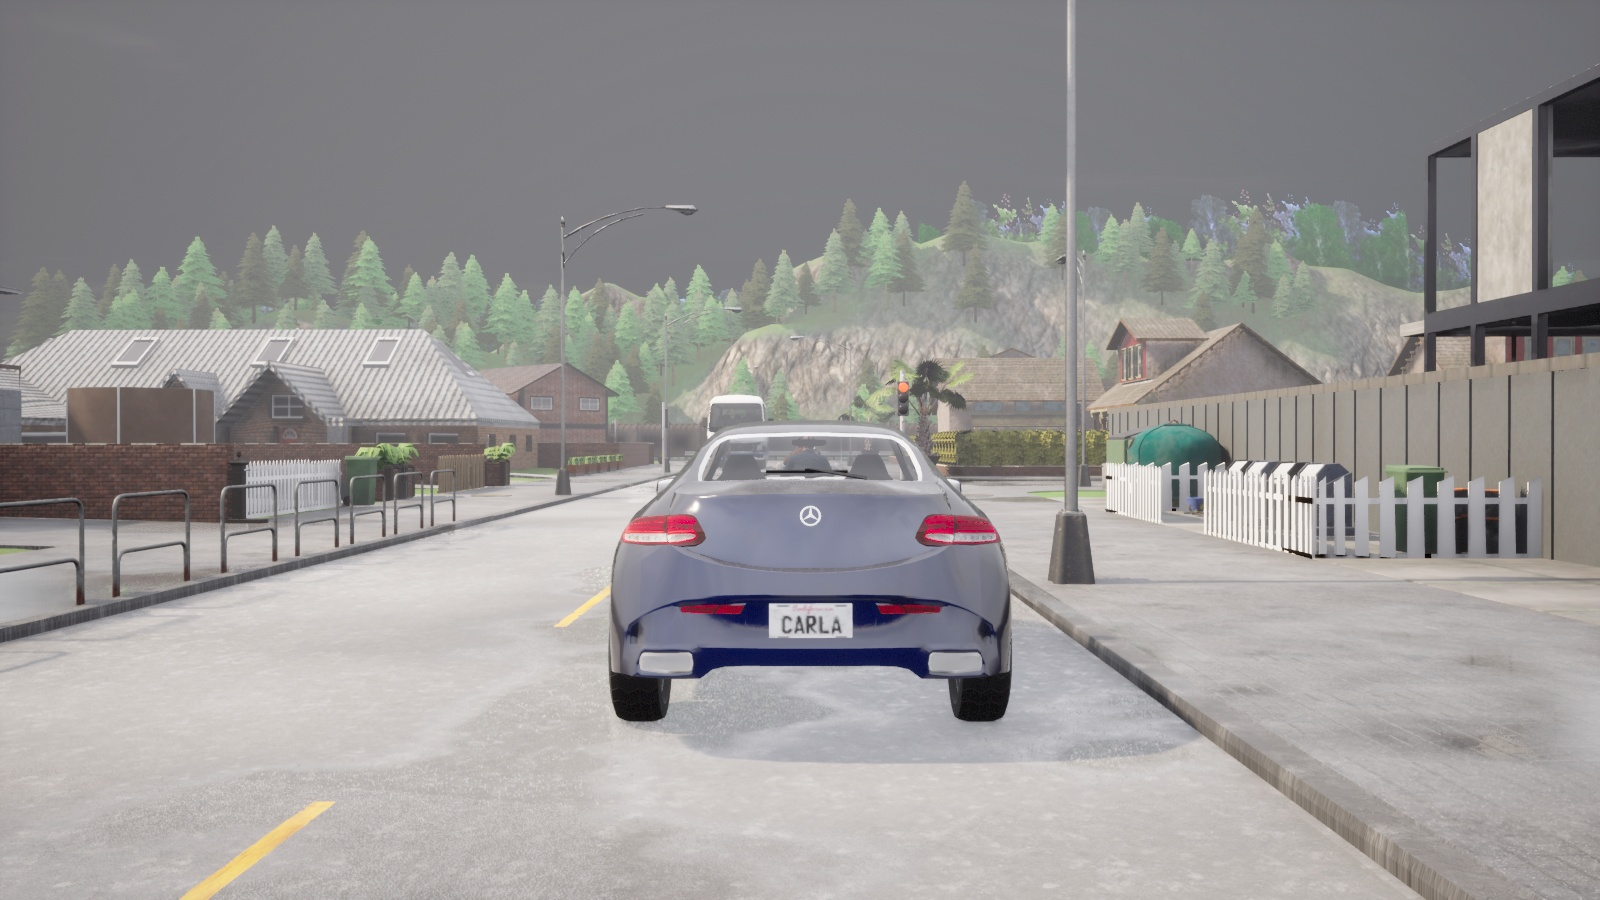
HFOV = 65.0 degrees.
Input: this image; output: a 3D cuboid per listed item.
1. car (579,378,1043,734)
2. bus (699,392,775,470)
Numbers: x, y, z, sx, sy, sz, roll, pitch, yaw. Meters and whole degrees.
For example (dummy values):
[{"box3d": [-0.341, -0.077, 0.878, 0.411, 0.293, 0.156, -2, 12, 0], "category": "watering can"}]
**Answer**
[{"box3d": [0.061, 0.478, 8.349, 2.152, 1.651, 5.027, 0, 0, 0], "category": "car"}, {"box3d": [-3.573, -1.049, 73.851, 3.944, 4.253, 10.273, 0, 0, 0], "category": "bus"}]
